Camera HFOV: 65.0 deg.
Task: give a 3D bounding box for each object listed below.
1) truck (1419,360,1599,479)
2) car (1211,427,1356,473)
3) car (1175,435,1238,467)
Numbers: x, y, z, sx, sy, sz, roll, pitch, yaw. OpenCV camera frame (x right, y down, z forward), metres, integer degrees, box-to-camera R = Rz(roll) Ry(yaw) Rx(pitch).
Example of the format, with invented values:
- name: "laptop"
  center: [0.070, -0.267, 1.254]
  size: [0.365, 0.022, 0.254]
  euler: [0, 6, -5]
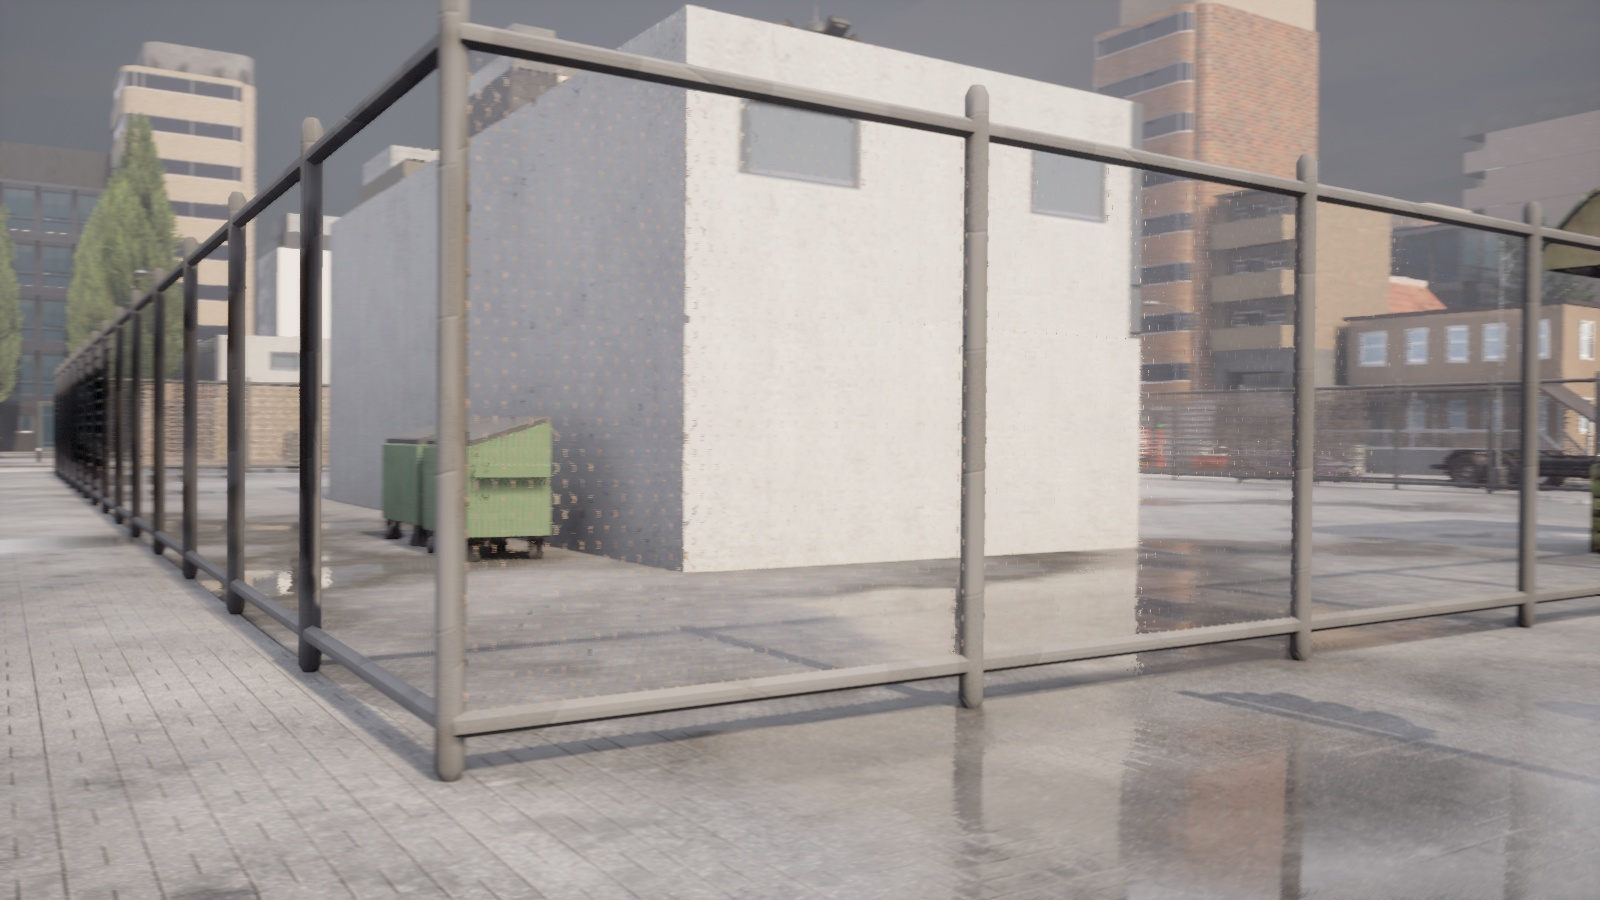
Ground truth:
- name: "truck"
  center: [23.715, -0.908, 38.791]
  size: [2.891, 3.462, 7.936]
  euler: [-1, 1, -30]
- name: "car"
  center: [18.150, -0.021, 47.365]
  size: [2.033, 1.649, 4.856]
  euler: [-1, 1, -32]
- name: "car"
  center: [17.836, 0.021, 55.157]
  size: [1.481, 1.376, 2.207]
  euler: [-1, 1, -33]
